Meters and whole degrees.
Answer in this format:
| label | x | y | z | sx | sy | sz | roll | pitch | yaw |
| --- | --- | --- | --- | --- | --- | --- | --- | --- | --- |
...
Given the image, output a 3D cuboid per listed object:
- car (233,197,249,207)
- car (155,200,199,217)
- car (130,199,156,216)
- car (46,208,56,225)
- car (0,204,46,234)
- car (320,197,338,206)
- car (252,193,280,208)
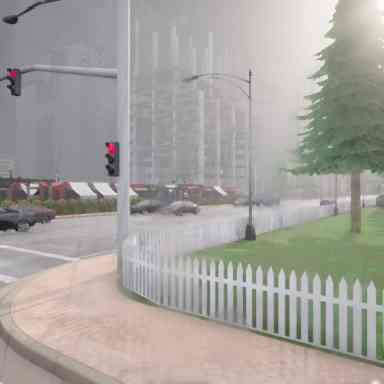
| label | x | y | z | sx | sy | sz | roll | pitch | yaw |
| --- | --- | --- | --- | --- | --- | --- | --- | --- | --- |
| car | 7.959 | 1.493 | 50.888 | 2.128 | 1.511 | 4.902 | 0 | 0 | 34 |
| car | -1.035 | 1.526 | 31.417 | 1.812 | 1.442 | 4.674 | 0 | 0 | 34 |
| car | -4.261 | 1.478 | 32.920 | 1.882 | 1.535 | 5.008 | 0 | 0 | 34 |
| car | -11.475 | 1.526 | 22.225 | 1.812 | 1.442 | 4.674 | 0 | 0 | 36 |
| car | -10.607 | 1.491 | 17.262 | 2.128 | 1.511 | 4.902 | 0 | 0 | 34 |
| car | 21.035 | 1.526 | 51.303 | 1.812 | 1.442 | 4.674 | 0 | 0 | 34 |
| car | 11.437 | 1.206 | 49.770 | 2.150 | 2.045 | 5.566 | 0 | 0 | 34 |
